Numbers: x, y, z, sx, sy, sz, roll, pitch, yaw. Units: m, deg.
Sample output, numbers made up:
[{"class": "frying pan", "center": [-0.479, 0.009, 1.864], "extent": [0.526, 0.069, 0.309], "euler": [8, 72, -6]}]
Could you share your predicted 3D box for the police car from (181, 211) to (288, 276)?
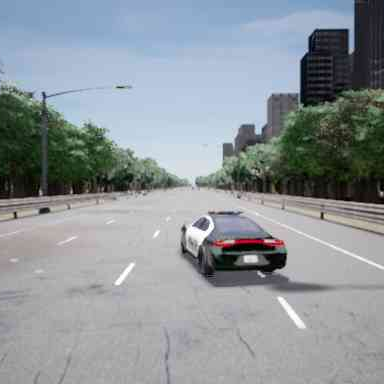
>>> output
[{"class": "police car", "center": [0.879, 1.351, 10.032], "extent": [2.038, 1.542, 4.974], "euler": [1, 0, -12]}]
